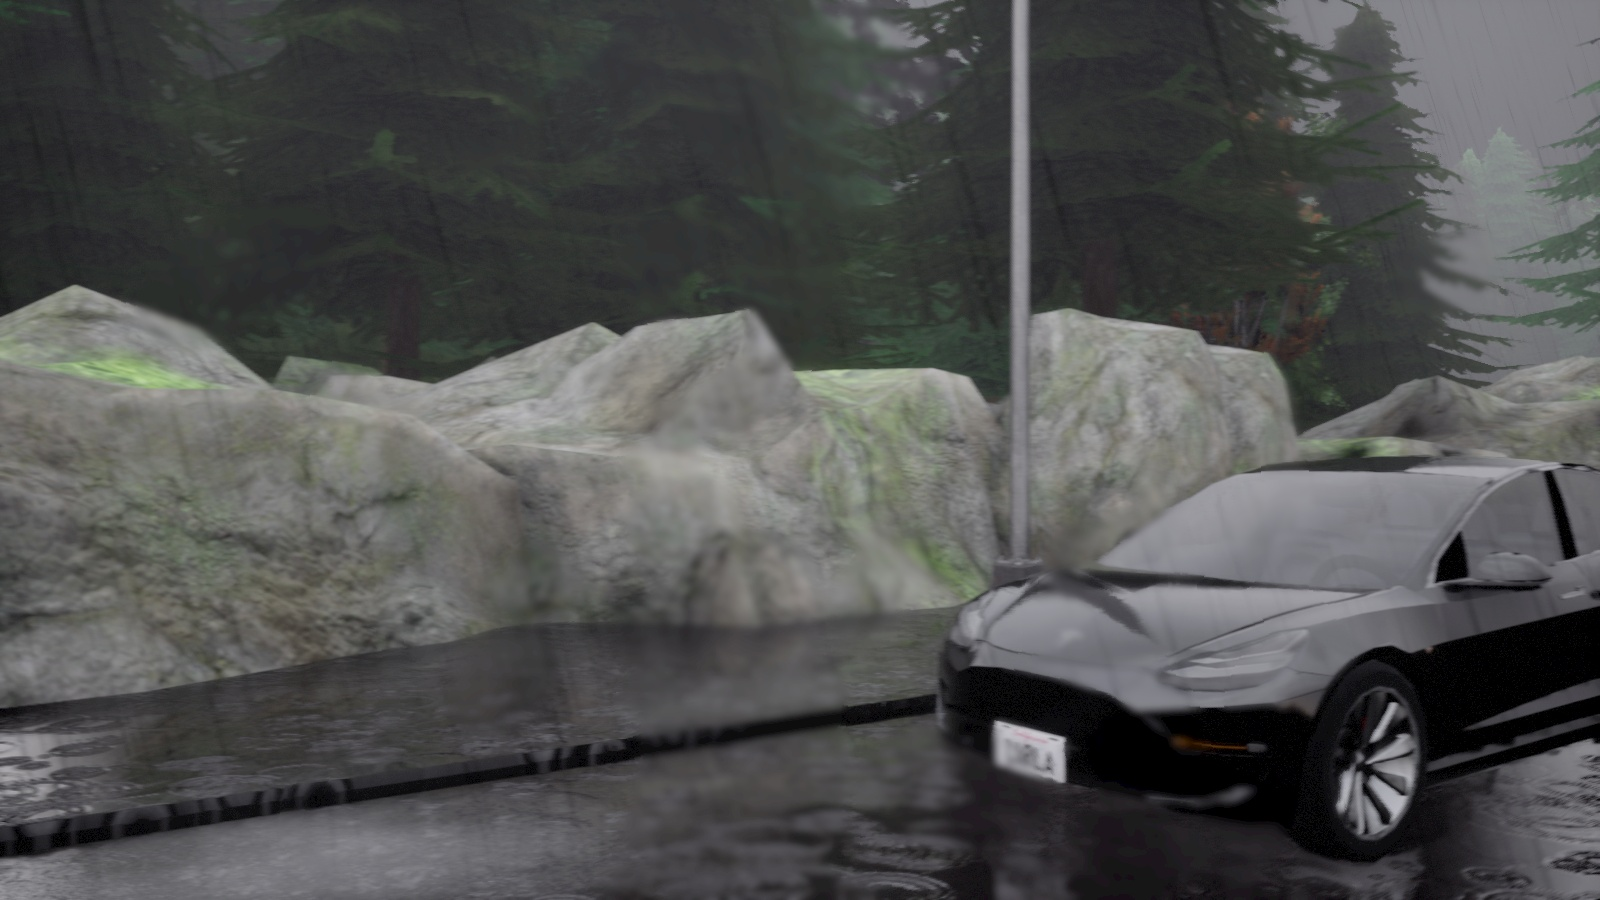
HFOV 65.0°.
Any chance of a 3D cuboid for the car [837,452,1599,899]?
[{"bbox_3d":[2.756,0.754,6.187,4.792,1.488,2.163,0,0,-35],"label":"car"}]
